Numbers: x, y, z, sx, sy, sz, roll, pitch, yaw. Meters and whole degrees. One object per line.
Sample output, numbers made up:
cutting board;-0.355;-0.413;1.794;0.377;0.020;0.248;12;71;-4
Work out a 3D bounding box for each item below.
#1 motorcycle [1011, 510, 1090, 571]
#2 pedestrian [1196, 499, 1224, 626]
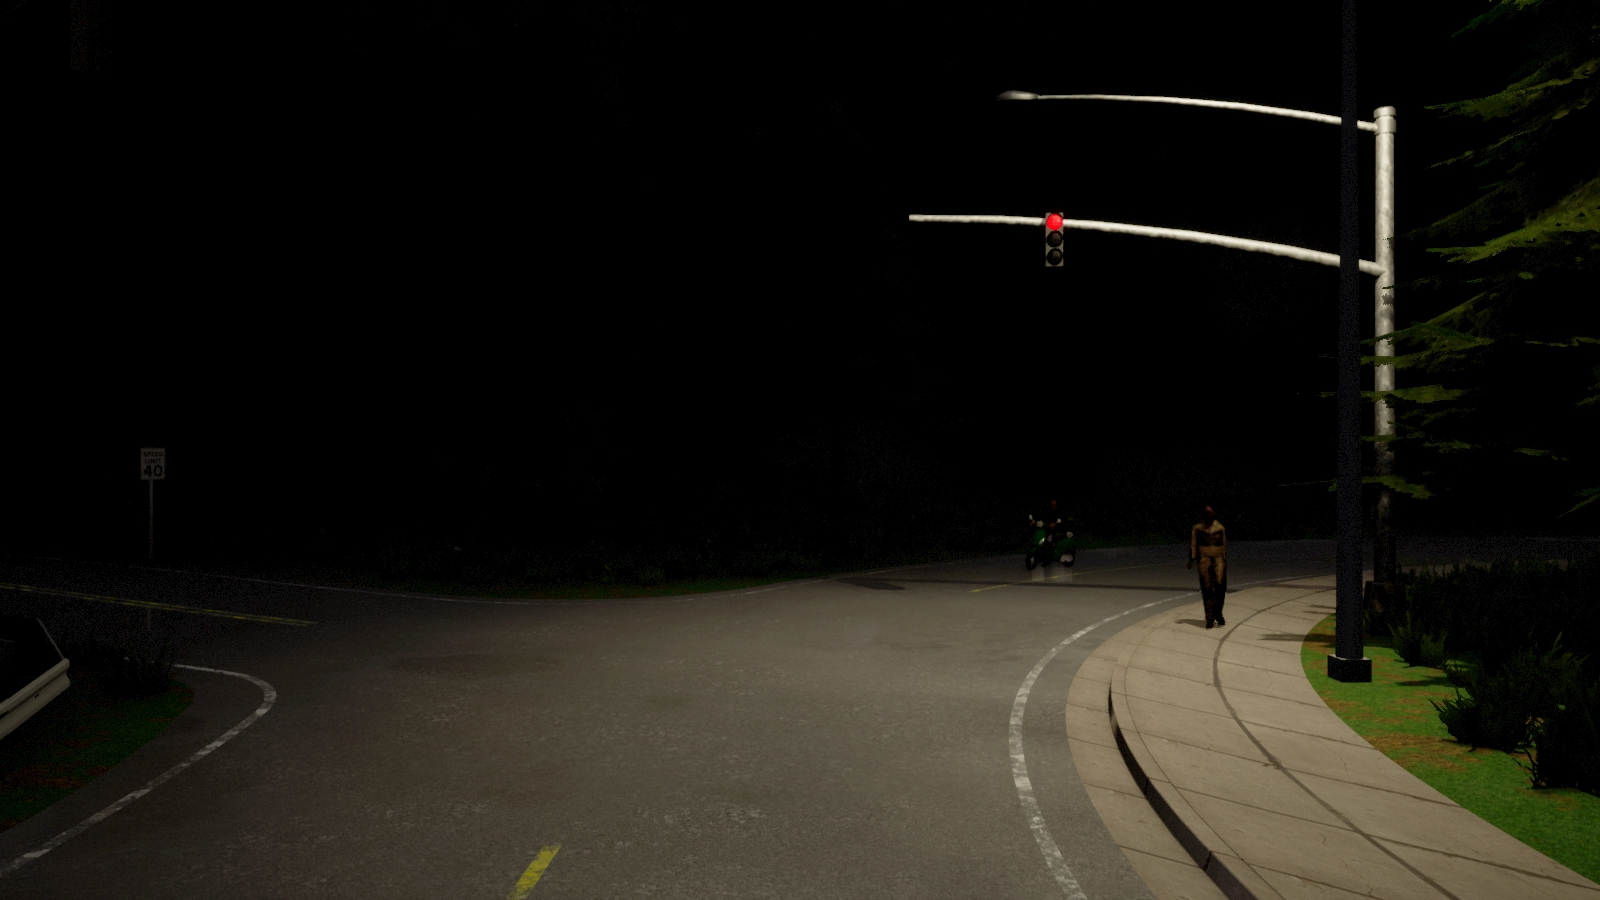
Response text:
motorcycle;5.937;2.114;27.011;1.805;1.316;0.856;0;0;-37
pedestrian;6.137;1.670;17.092;0.375;1.860;0.375;0;0;17
